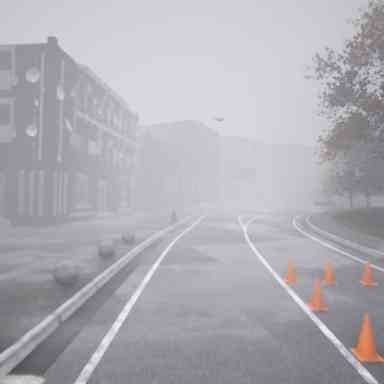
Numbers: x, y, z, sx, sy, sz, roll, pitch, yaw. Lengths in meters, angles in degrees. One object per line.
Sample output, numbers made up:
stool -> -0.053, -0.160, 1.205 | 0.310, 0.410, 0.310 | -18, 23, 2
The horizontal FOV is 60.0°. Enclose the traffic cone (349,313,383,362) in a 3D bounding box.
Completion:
traffic cone -> 2.478, 2.026, 4.721 | 0.340, 0.580, 0.340 | 1, 0, 1

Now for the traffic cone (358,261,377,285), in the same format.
traffic cone -> 4.581, 2.084, 8.667 | 0.340, 0.580, 0.340 | 1, 0, 1

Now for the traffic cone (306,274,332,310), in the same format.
traffic cone -> 2.531, 2.035, 6.720 | 0.340, 0.580, 0.340 | 1, 0, 1

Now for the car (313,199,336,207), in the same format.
car -> 23.480, 1.869, 58.963 | 4.181, 1.385, 1.994 | 0, 0, -31

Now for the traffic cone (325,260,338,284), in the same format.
traffic cone -> 3.582, 2.065, 8.693 | 0.340, 0.580, 0.340 | 1, 0, 1

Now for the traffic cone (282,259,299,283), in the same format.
traffic cone -> 2.583, 2.045, 8.720 | 0.340, 0.580, 0.340 | 1, 0, 1
